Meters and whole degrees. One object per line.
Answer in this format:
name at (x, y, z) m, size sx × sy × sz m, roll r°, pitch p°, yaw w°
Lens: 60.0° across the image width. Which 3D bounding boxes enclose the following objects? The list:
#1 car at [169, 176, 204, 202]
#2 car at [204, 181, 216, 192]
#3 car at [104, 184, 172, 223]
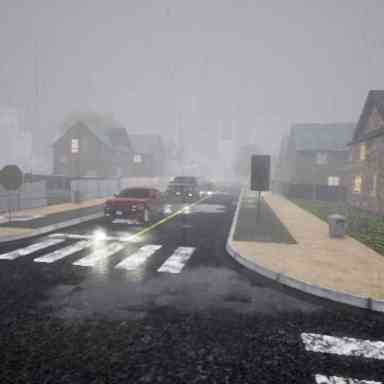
car at (-0.615, -0.358, 28.585) m, size 2.150 × 2.045 × 5.566 m, roll 2°, pitch 3°, yaw 9°
car at (2.108, -0.804, 44.924) m, size 1.994 × 1.385 × 4.181 m, roll 2°, pitch 3°, yaw 10°
car at (-2.630, 0.489, 16.385) m, size 1.882 × 1.535 × 5.008 m, roll 2°, pitch 3°, yaw 9°
